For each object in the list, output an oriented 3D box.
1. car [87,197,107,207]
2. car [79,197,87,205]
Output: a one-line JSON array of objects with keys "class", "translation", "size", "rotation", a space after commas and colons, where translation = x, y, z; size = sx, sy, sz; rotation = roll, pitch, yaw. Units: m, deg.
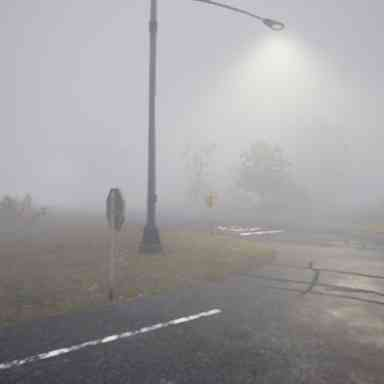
[{"class": "car", "translation": [-14.577, 1.595, 53.402], "size": [2.033, 1.411, 5.357], "rotation": [1, 0, -33]}, {"class": "car", "translation": [-18.576, 1.584, 59.312], "size": [2.033, 1.411, 5.357], "rotation": [1, 0, -34]}]
